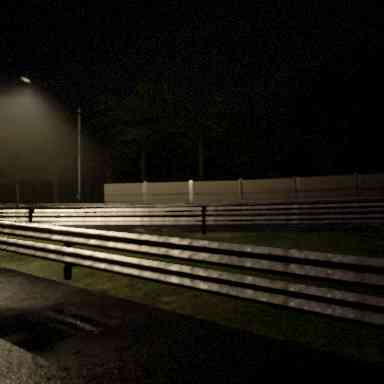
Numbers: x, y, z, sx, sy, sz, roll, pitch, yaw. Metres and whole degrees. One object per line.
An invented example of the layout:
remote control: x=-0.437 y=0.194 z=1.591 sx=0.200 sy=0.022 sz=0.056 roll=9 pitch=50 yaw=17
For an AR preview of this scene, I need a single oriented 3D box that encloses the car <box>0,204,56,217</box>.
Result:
car: x=-13.159 y=1.720 z=26.113 sx=4.892 sy=1.490 sz=1.837 roll=-1 pitch=-1 yaw=13
